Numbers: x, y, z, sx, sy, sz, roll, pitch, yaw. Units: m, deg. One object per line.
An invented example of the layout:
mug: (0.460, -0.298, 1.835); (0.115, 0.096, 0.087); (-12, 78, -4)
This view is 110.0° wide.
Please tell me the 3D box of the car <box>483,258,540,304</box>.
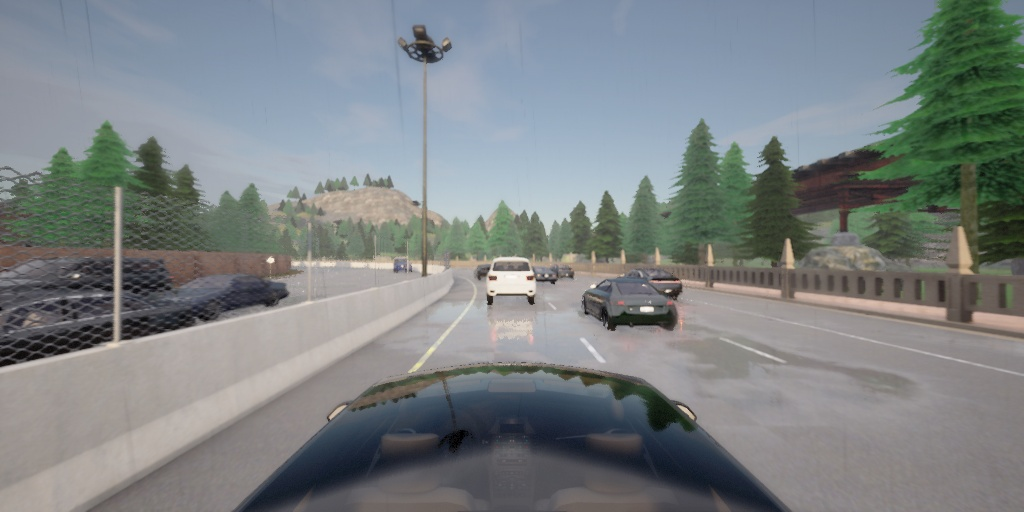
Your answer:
car: (-0.143, 1.114, 17.589); (2.150, 2.045, 5.566); (0, -1, -3)

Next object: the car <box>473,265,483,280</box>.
car: (-2.672, 1.554, 35.121); (1.837, 1.490, 4.892); (0, -1, -13)

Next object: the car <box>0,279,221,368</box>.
car: (-7.116, 1.269, 4.949); (2.128, 1.511, 4.902); (0, 0, 0)

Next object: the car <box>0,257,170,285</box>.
car: (-14.101, 1.058, 11.557); (2.150, 2.045, 5.566); (0, 0, 0)

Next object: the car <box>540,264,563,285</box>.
car: (2.151, 1.542, 28.977); (2.033, 1.411, 5.357); (0, -1, -9)

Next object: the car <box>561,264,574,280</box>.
car: (4.511, 1.541, 35.037); (2.128, 1.511, 4.902); (0, -1, -12)

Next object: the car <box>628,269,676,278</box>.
car: (6.794, 1.392, 18.353); (2.128, 1.511, 4.902); (0, 0, -3)

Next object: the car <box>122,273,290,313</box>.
car: (-10.586, 1.400, 13.237); (2.033, 1.411, 5.357); (0, 0, 0)

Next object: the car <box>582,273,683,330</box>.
car: (3.558, 1.402, 11.521); (1.994, 1.385, 4.181); (0, -1, -1)

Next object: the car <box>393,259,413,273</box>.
car: (-16.229, 1.421, 53.208); (2.150, 2.045, 5.566); (0, -1, -25)
